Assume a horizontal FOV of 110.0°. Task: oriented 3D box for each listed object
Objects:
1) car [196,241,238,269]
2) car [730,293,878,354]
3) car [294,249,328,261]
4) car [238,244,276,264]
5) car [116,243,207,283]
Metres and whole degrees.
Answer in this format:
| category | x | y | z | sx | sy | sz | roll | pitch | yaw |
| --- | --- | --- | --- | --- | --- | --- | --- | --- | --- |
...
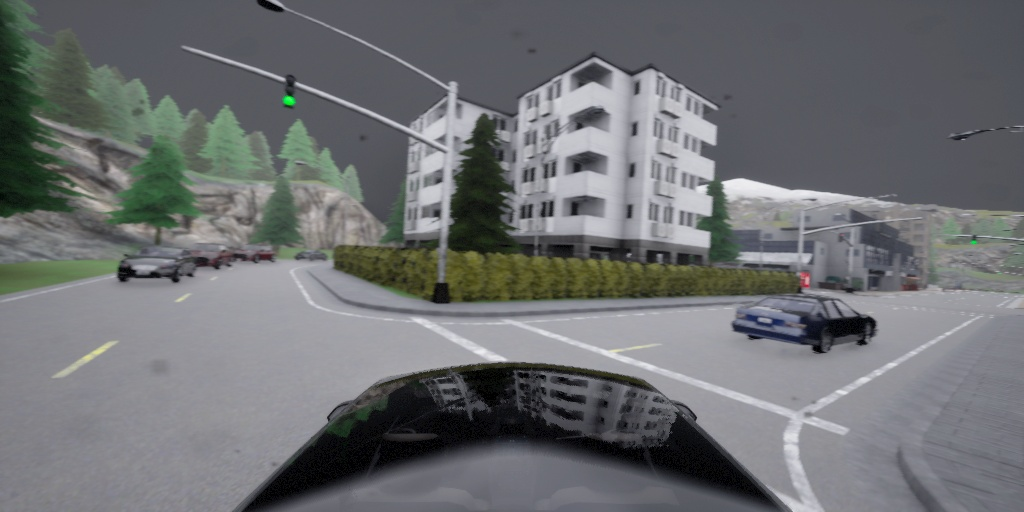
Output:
| category | x | y | z | sx | sy | sz | roll | pitch | yaw |
| --- | --- | --- | --- | --- | --- | --- | --- | --- | --- |
| car | -20.275 | -0.111 | 23.855 | 2.097 | 1.767 | 4.553 | 4 | 0 | -27 |
| car | 8.650 | 1.835 | 10.494 | 5.357 | 1.411 | 2.033 | 4 | 0 | -31 |
| car | -24.156 | -0.113 | 43.206 | 1.994 | 1.385 | 4.181 | 3 | 0 | 6 |
| car | -23.480 | -0.297 | 32.551 | 2.097 | 1.767 | 4.553 | 4 | 0 | -10 |
| car | -15.644 | 0.302 | 16.046 | 2.128 | 1.511 | 4.902 | 4 | 0 | -32 |
